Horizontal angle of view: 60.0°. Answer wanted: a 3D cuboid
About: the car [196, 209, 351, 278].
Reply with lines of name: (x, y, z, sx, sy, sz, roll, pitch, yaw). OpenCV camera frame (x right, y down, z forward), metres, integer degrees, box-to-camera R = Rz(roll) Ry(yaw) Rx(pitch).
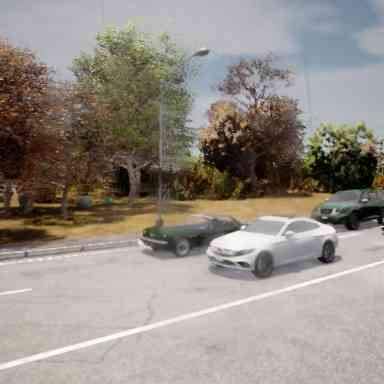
car: (2.620, 1.463, 10.139, 4.674, 1.442, 1.812, -1, 1, -35)

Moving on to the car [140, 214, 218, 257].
car: (0.428, 1.541, 12.879, 4.718, 1.301, 1.895, -1, 1, -35)

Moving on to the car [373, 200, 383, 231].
car: (11.038, 1.204, 16.065, 4.892, 1.490, 1.837, -2, 1, -35)

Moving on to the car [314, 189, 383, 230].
car: (9.220, 0.913, 19.053, 5.566, 2.045, 2.150, -2, 1, -35)
